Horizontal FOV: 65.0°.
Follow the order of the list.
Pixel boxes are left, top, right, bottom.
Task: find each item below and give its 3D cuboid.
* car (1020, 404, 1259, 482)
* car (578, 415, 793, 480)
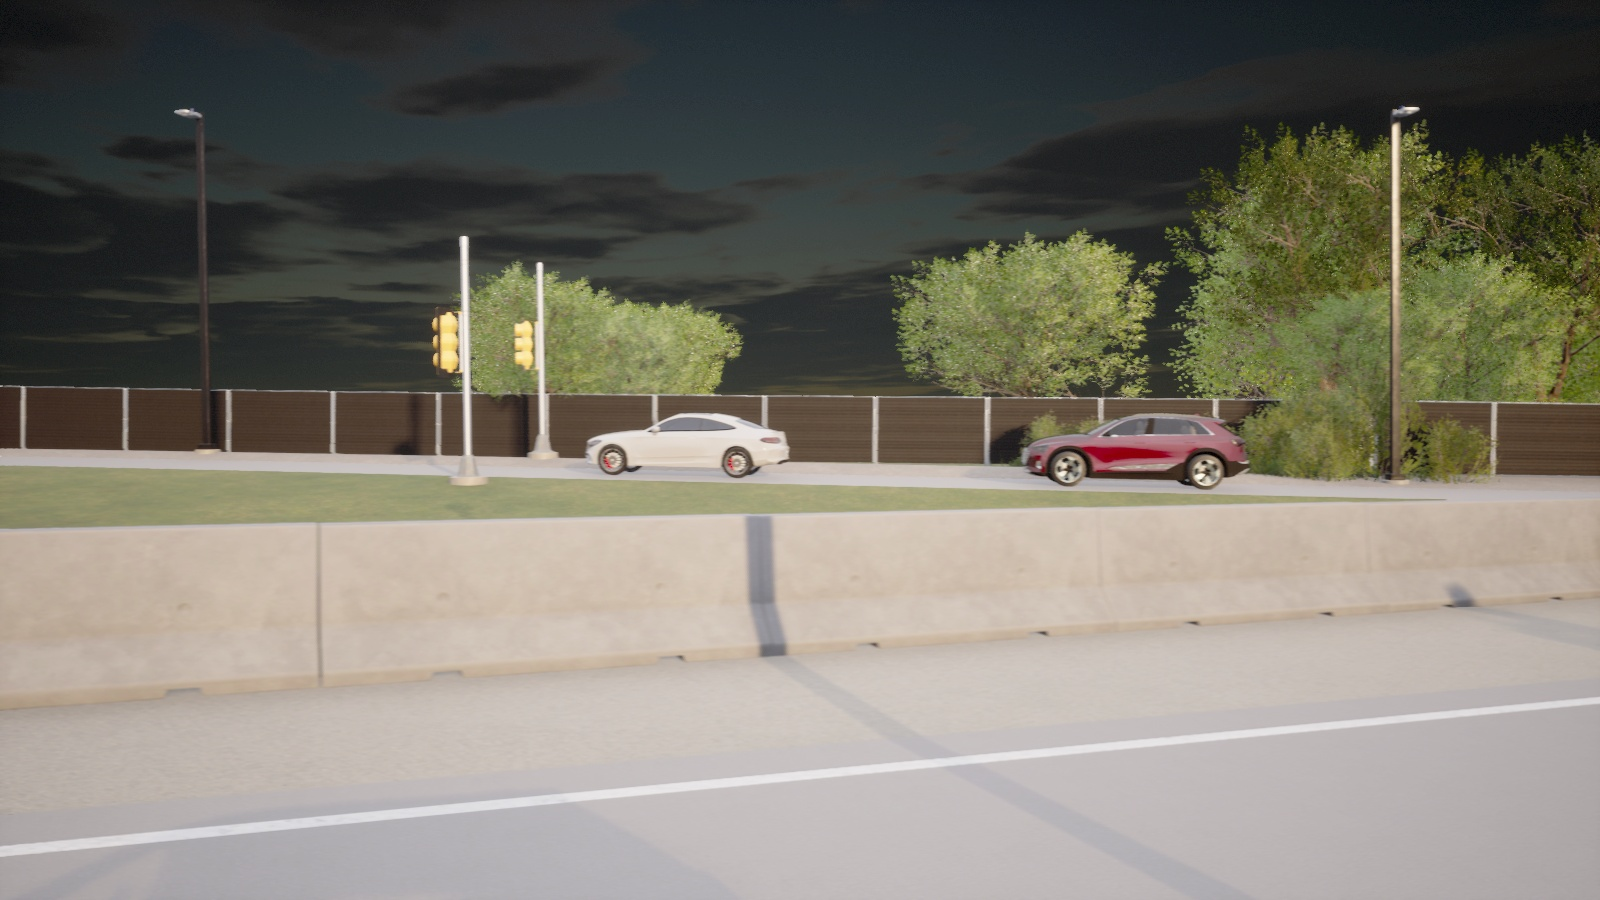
[{"bbox_3d":[7.420,-0.176,27.905,4.856,1.649,2.033,0,2,6],"label":"car"},{"bbox_3d":[-2.576,-0.082,28.971,4.674,1.442,1.812,0,2,6],"label":"car"}]
